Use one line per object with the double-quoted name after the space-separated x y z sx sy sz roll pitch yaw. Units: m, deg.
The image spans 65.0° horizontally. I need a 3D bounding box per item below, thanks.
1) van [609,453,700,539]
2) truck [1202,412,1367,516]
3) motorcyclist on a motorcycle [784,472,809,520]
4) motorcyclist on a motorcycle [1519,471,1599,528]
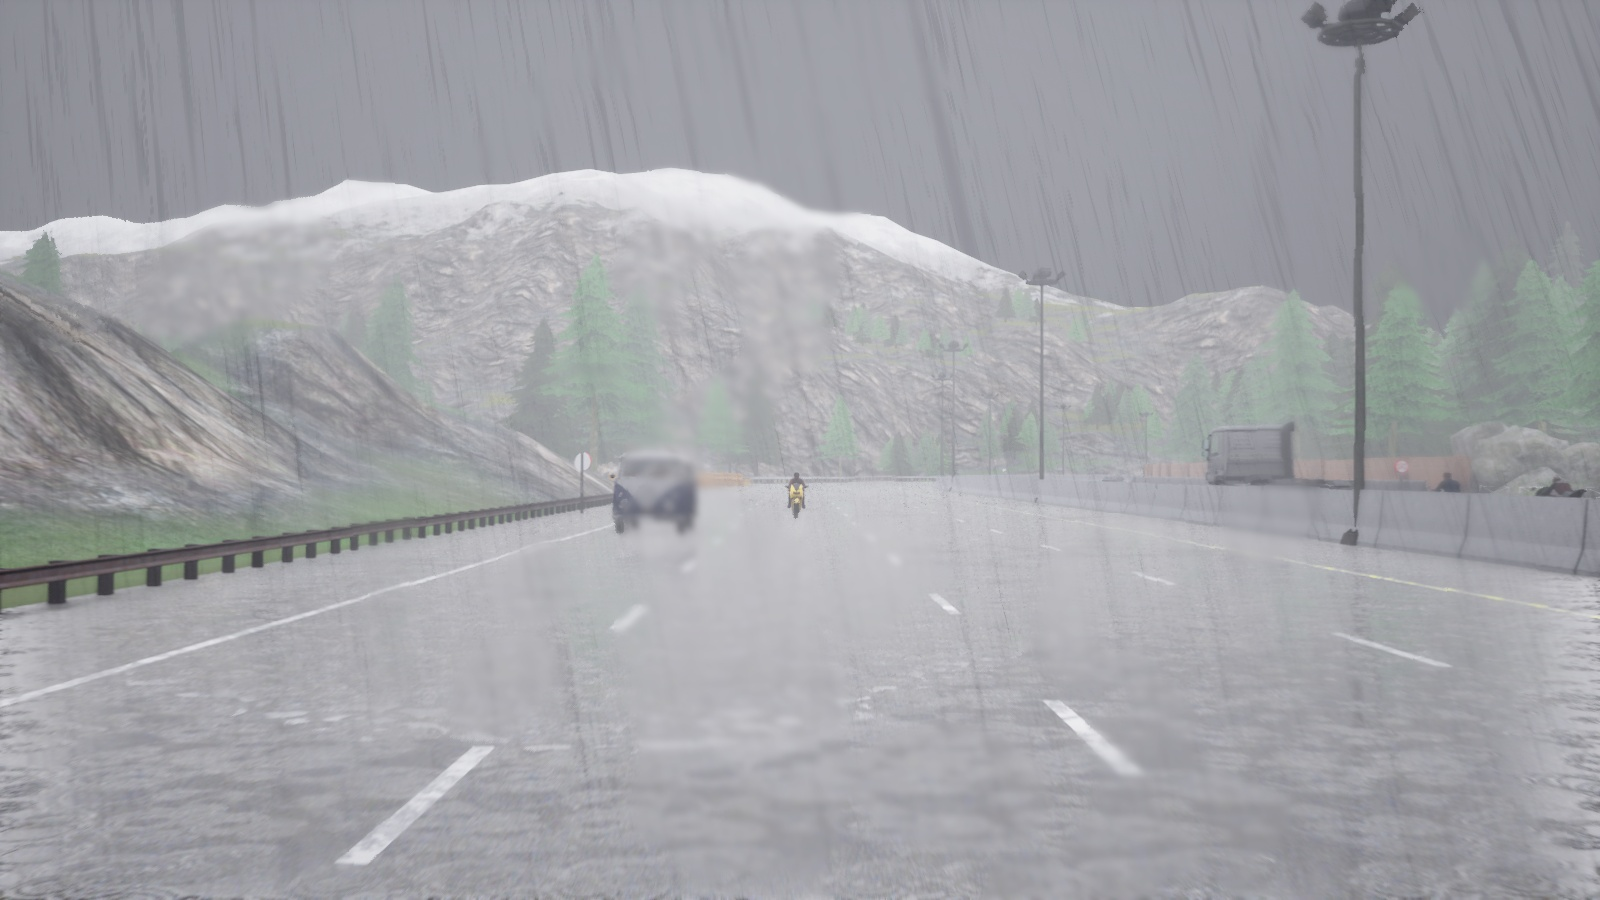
-3.577 1.110 31.548 1.775 1.987 4.442 0 -1 0 "van"
17.385 0.529 45.751 2.891 3.462 7.936 0 -1 0 "truck"
-0.100 1.486 41.252 0.797 1.523 2.044 0 0 0 "motorcyclist on a motorcycle"
20.916 1.346 34.672 0.866 1.530 2.191 0 -1 0 "motorcyclist on a motorcycle"
